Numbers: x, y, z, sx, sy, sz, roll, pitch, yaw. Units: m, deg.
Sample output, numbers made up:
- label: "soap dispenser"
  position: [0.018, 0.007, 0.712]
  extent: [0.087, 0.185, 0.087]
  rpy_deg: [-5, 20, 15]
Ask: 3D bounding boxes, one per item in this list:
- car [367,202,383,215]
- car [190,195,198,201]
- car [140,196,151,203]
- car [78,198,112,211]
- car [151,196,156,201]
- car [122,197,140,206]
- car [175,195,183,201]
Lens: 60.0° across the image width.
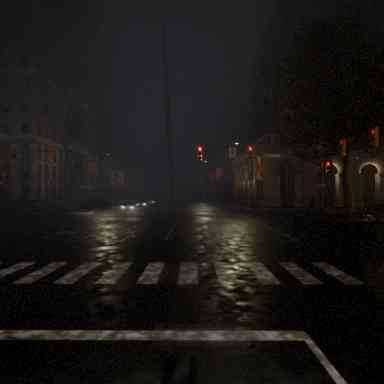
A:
- label: "car"
  position: [19.573, 1.562, 32.742]
  extent: [4.181, 1.385, 1.994]
  rpy_deg: [0, 0, 0]
- label: "car"
  position: [0.412, 1.444, 78.586]
  extent: [2.128, 1.511, 4.902]
  rpy_deg: [0, 0, 1]
- label: "car"
  position: [-10.221, 1.596, 68.750]
  extent: [1.895, 1.301, 4.718]
  rpy_deg: [0, 0, 1]
- label: "car"
  position: [-11.675, 1.475, 40.201]
  extent: [1.882, 1.535, 5.008]
  rpy_deg: [1, 0, 19]
- label: "car"
  position: [-10.050, 1.586, 81.482]
  extent: [1.895, 1.301, 4.718]
  rpy_deg: [0, 0, 1]
- label: "car"
  position: [-10.420, 1.597, 55.575]
  extent: [1.895, 1.301, 4.718]
  rpy_deg: [0, 0, 0]
- label: "car"
  position: [-3.087, 1.444, 78.631]
  extent: [2.128, 1.511, 4.902]
  rpy_deg: [0, 0, 1]
